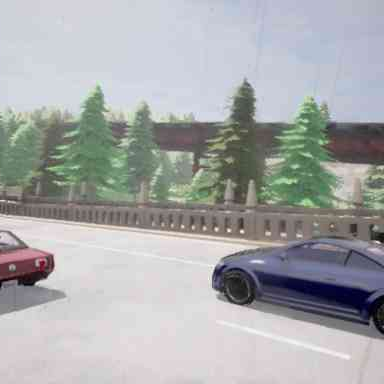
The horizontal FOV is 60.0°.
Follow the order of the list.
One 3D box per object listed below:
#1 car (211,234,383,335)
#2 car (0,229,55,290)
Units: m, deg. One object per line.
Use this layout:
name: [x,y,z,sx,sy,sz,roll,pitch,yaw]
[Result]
car: [2.469,1.546,6.530,4.181,1.385,1.994,1,0,35]
car: [-5.369,1.508,7.820,4.718,1.301,1.895,1,0,35]
